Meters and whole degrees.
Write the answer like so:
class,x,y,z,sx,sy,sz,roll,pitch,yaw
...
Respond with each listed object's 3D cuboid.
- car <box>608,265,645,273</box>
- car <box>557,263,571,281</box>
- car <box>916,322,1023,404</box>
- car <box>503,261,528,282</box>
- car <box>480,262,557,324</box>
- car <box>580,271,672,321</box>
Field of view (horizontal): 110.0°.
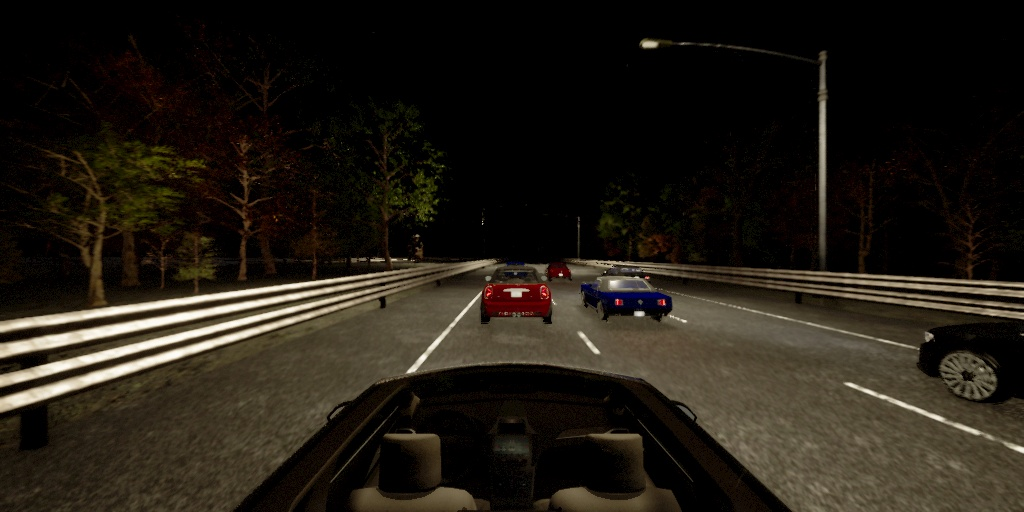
class,x,y,z,sx,sy,sz,roll,pitch,yaw
car,7.220,1.300,23.155,2.033,1.411,5.357,0,0,1
car,3.806,1.277,29.995,1.812,1.442,4.674,0,0,1
car,7.107,1.243,3.417,2.128,1.511,4.902,0,0,0
car,0.309,1.229,30.255,1.882,1.535,5.008,0,0,1
car,0.138,1.103,12.190,2.097,1.767,4.553,0,0,0
car,3.636,1.353,12.409,1.895,1.301,4.718,0,0,0
